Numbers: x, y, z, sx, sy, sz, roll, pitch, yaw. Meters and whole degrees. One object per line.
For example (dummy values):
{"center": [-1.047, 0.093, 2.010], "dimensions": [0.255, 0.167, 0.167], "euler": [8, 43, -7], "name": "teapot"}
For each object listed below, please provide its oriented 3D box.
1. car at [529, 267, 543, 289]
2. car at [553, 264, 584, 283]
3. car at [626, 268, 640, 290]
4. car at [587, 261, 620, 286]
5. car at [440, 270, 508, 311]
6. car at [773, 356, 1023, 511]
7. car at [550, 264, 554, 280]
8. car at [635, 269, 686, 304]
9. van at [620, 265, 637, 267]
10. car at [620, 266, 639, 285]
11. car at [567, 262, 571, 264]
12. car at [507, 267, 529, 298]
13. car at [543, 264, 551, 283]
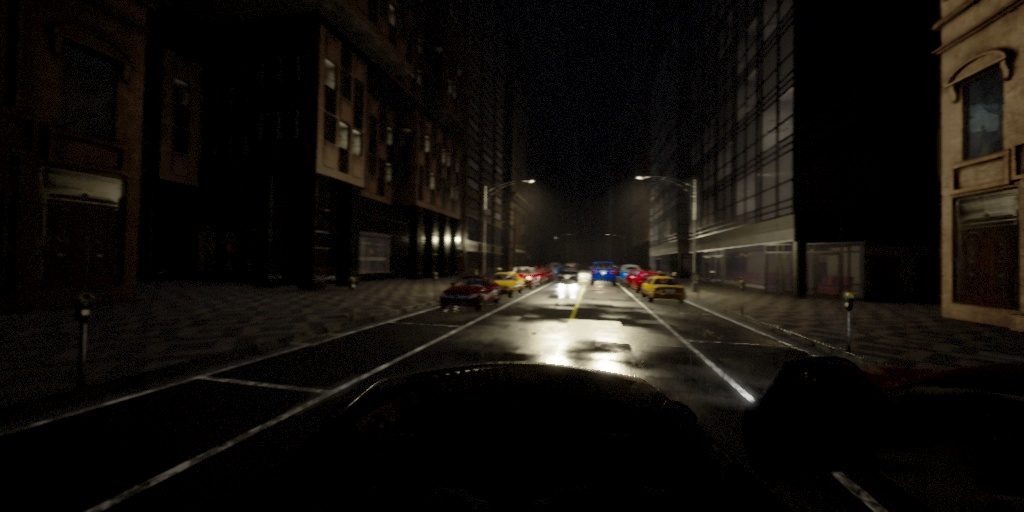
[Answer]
{"center": [0.824, 1.532, 26.326], "dimensions": [1.967, 1.591, 4.097], "euler": [0, 0, 13], "name": "car"}
{"center": [5.577, 1.787, 35.053], "dimensions": [2.128, 1.511, 4.902], "euler": [1, -1, 13], "name": "car"}
{"center": [9.140, 1.762, 24.456], "dimensions": [1.888, 1.381, 4.507], "euler": [0, 0, 13], "name": "car"}
{"center": [8.044, 1.516, 31.728], "dimensions": [2.150, 2.045, 5.566], "euler": [1, -1, 13], "name": "car"}
{"center": [-1.642, 1.485, 15.398], "dimensions": [1.802, 1.307, 4.207], "euler": [0, 0, 13], "name": "car"}
{"center": [3.664, 1.345, 2.000], "dimensions": [1.812, 1.442, 4.674], "euler": [1, -1, 13], "name": "car"}
{"center": [3.289, 1.827, 37.254], "dimensions": [1.888, 1.381, 4.507], "euler": [0, 0, 13], "name": "car"}
{"center": [7.945, 1.647, 19.158], "dimensions": [1.751, 1.417, 4.829], "euler": [0, 0, 13], "name": "car"}
{"center": [11.606, 1.747, 35.384], "dimensions": [1.690, 1.789, 3.998], "euler": [0, 0, 13], "name": "van"}
{"center": [10.373, 1.857, 29.920], "dimensions": [1.888, 1.381, 4.507], "euler": [0, 0, 13], "name": "car"}
{"center": [8.219, 2.102, 59.108], "dimensions": [1.967, 1.591, 4.097], "euler": [0, 0, 13], "name": "car"}
{"center": [-0.446, 1.523, 20.696], "dimensions": [1.751, 1.417, 4.829], "euler": [0, 0, 13], "name": "car"}
{"center": [2.056, 1.732, 31.789], "dimensions": [1.888, 1.381, 4.507], "euler": [0, 0, 13], "name": "car"}
